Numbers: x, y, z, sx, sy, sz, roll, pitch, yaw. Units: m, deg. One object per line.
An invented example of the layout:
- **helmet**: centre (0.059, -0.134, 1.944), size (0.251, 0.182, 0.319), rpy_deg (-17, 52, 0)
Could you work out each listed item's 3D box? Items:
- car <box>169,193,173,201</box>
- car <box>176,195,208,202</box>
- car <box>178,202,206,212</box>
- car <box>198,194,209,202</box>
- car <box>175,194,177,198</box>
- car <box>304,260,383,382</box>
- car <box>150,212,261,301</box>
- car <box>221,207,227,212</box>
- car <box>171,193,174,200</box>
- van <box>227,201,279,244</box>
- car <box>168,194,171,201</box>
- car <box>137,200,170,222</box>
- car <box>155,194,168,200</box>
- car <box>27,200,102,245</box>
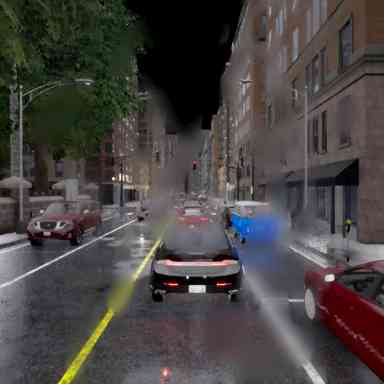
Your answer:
- **car**: centre (-5.717, 1.494, 70.131), size (1.887, 1.381, 4.507), rpy_deg (0, 0, 0)
- **car**: centre (0.029, 1.339, 27.493), size (2.097, 1.767, 4.553), rpy_deg (0, 0, 2)
- **car**: centre (0.091, 1.519, 18.536), size (1.812, 1.442, 4.674), rpy_deg (0, 0, 0)
- **car**: centre (2.803, 1.388, 75.624), size (1.967, 1.590, 4.097), rpy_deg (0, 0, 0)
- **car**: centre (-5.728, 1.497, 86.483), size (2.008, 1.369, 4.403), rpy_deg (0, 0, 0)
- **car**: centre (2.853, 1.544, 4.266), size (1.887, 1.381, 4.507), rpy_deg (0, 0, 0)
- **car**: centre (0.094, 1.490, 8.274), size (2.128, 1.511, 4.902), rpy_deg (0, 0, 0)
- **car**: centre (2.841, 1.558, 21.247), size (1.947, 1.339, 4.313), rpy_deg (0, 0, 0)
- **car**: centre (-5.721, 1.492, 75.582), size (1.887, 1.381, 4.507), rpy_deg (0, 0, 0)
- **van**: centre (2.845, 1.336, 15.586), size (1.690, 1.788, 3.998), rpy_deg (0, 0, 0)
- **car**: centre (-5.713, 1.502, 64.680), size (2.008, 1.369, 4.403), rpy_deg (0, 0, 0)
- **car**: centre (-3.018, 1.596, 26.041), size (1.994, 1.385, 4.181), rpy_deg (0, 0, 0)
- **car**: centre (-5.710, 1.480, 59.060), size (1.752, 1.417, 4.829), rpy_deg (0, 0, 0)
- **car**: centre (-5.680, 1.310, 15.541), size (2.192, 1.841, 5.009), rpy_deg (0, 0, 0)
